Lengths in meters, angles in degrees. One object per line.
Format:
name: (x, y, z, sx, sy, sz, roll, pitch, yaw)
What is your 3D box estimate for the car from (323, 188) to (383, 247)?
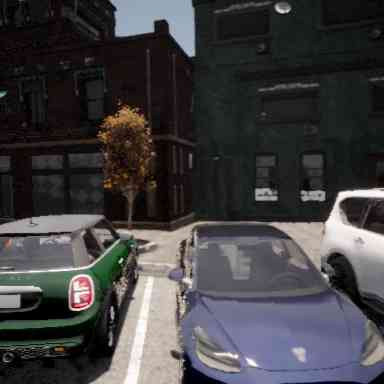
car: (3.613, 0.992, 4.075, 2.435, 2.045, 5.566, -1, 1, -4)

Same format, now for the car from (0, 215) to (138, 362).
car: (-2.164, 1.162, 5.742, 2.185, 1.767, 4.553, -1, 1, -4)

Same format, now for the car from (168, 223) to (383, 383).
car: (0.736, 1.295, 4.917, 2.163, 1.488, 4.792, -1, 1, -4)
